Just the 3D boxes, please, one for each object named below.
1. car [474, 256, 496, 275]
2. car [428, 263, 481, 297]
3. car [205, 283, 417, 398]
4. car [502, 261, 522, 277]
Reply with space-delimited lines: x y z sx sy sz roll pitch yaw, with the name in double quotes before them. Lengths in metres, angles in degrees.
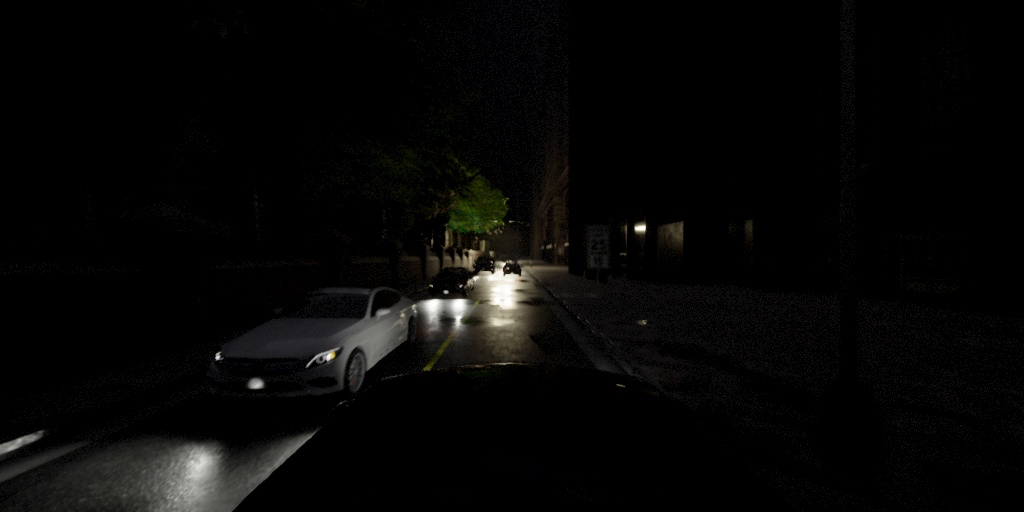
"car" -3.000 0.997 40.461 2.150 2.045 5.566 0 0 0
"car" -3.091 1.308 19.437 2.033 1.411 5.357 0 0 0
"car" -3.098 1.277 6.670 1.812 1.442 4.674 0 0 0
"car" 0.013 1.372 36.404 1.895 1.301 4.718 0 0 0
